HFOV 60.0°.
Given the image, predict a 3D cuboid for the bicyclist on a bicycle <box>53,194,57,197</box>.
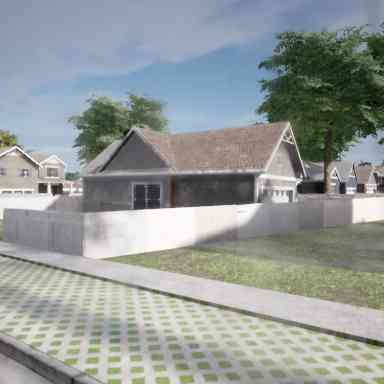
[{"bbox_3d":[-13.011,1.030,31.524,1.656,1.620,0.582,0,1,34],"label":"bicyclist on a bicycle"}]
